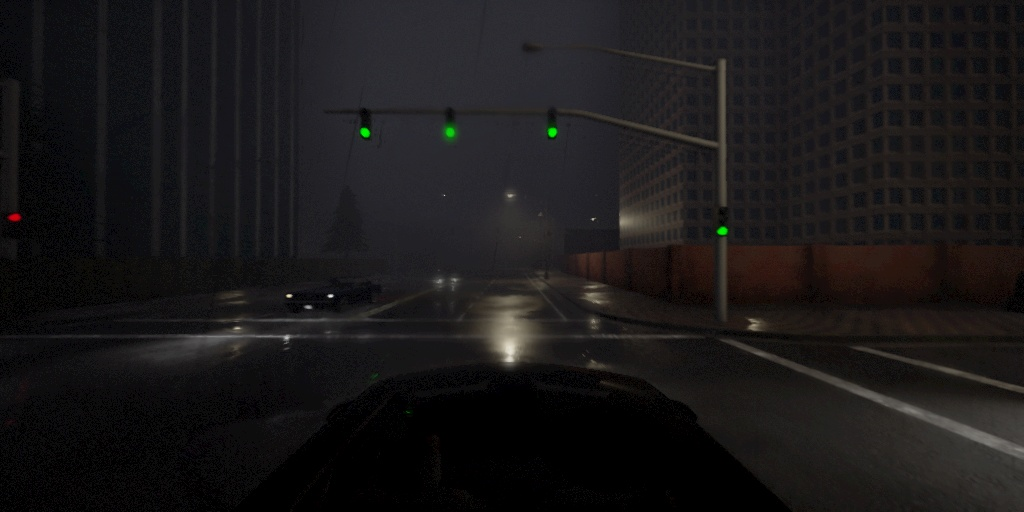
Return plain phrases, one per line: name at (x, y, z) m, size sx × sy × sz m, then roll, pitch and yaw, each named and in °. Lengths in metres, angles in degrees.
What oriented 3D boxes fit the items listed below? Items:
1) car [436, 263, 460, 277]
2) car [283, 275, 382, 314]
car at (-6.983, 1.503, 39.728) m, size 1.812 × 1.442 × 4.674 m, roll 0°, pitch -1°, yaw 0°
car at (-6.994, 1.476, 14.549) m, size 1.895 × 1.301 × 4.718 m, roll 0°, pitch 0°, yaw 0°
